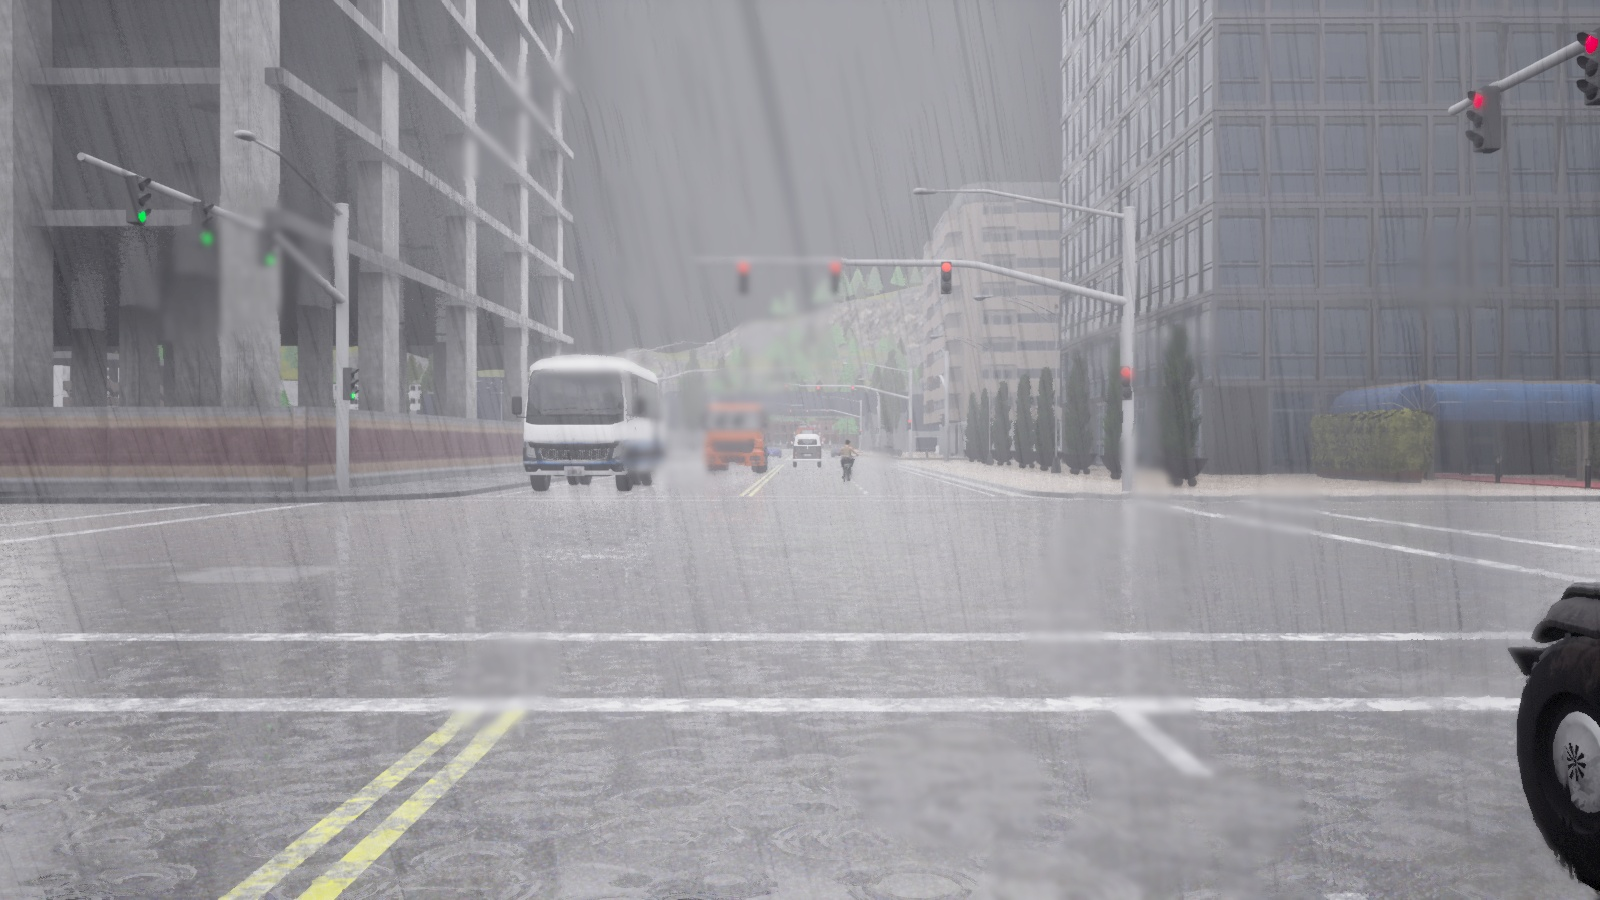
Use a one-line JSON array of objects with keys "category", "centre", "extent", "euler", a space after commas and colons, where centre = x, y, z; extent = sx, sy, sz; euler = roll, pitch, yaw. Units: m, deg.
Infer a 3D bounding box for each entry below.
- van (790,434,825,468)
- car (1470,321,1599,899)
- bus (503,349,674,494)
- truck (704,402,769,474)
[{"category": "van", "centre": [0.452, 0.032, 77.677], "extent": [2.069, 2.038, 4.480], "euler": [0, 0, 0]}, {"category": "car", "centre": [3.532, 0.529, 2.910], "extent": [1.905, 1.878, 3.866], "euler": [0, 0, 0]}, {"category": "bus", "centre": [-6.747, -0.873, 42.103], "extent": [3.944, 4.253, 10.273], "euler": [0, 0, 0]}, {"category": "truck", "centre": [-3.124, -0.599, 63.996], "extent": [2.891, 3.462, 7.936], "euler": [0, 0, 0]}]
